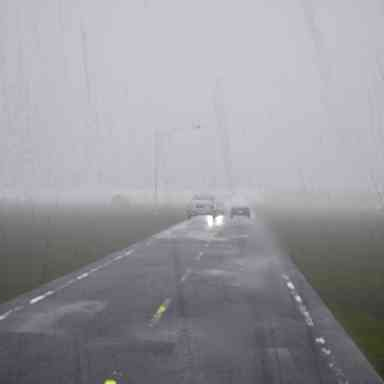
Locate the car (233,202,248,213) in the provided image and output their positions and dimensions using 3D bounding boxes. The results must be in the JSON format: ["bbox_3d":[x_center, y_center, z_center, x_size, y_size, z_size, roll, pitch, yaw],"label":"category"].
[{"bbox_3d":[6.477,2.021,44.497,1.895,1.301,4.718,1,0,9],"label":"car"}]

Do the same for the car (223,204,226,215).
[{"bbox_3d":[2.932,1.838,39.392,2.128,1.511,4.902,1,0,8],"label":"car"}]

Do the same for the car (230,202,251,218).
[{"bbox_3d":[4.935,1.807,33.851,1.882,1.535,5.008,1,0,9],"label":"car"}]

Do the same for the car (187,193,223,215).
[{"bbox_3d":[0.989,1.070,26.310,2.150,2.045,5.566,1,0,8],"label":"car"}]
